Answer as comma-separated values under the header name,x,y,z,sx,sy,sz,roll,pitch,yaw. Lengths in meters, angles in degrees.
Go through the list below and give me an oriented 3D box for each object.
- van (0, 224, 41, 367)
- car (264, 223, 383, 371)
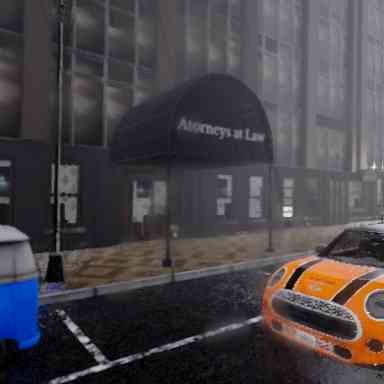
name,x,y,z,sx,sy,sz,roll,pitch,yaw
van,-3.870,1.335,3.781,3.998,1.788,1.690,0,1,-36
car,3.361,1.382,5.777,4.553,1.767,2.097,0,0,-36
